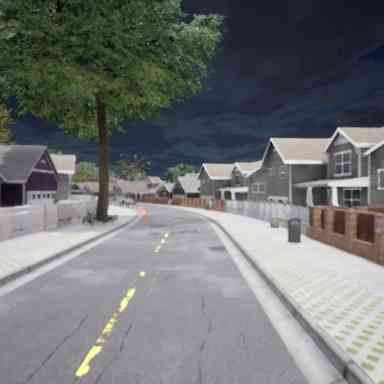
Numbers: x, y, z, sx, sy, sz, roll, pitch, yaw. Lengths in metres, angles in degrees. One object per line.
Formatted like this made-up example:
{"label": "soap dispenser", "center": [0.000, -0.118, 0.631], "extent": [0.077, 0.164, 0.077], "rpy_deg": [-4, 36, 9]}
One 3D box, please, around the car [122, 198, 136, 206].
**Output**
{"label": "car", "center": [-12.676, 2.021, 66.702], "extent": [1.812, 1.442, 4.674], "rpy_deg": [0, 0, -26]}

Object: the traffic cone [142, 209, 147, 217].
{"label": "traffic cone", "center": [-4.695, 2.169, 33.525], "extent": [0.340, 0.580, 0.340], "rpy_deg": [0, -1, -7]}
